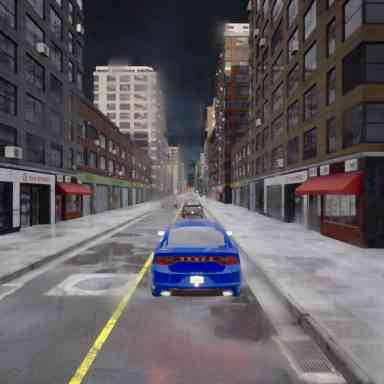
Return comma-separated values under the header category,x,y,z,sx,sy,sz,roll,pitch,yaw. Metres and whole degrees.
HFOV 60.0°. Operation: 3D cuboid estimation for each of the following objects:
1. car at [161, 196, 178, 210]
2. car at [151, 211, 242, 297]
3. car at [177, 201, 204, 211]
category,x,y,z,sx,sy,sz,roll,pitch,yaw
car,-2.890,1.371,43.762,2.097,1.767,4.553,0,0,0
car,0.088,1.479,8.641,1.882,1.535,5.008,0,0,0
car,0.061,1.500,29.770,2.128,1.511,4.902,0,0,0
